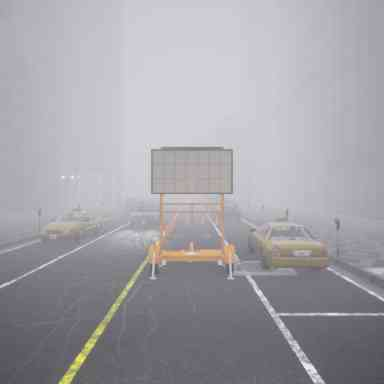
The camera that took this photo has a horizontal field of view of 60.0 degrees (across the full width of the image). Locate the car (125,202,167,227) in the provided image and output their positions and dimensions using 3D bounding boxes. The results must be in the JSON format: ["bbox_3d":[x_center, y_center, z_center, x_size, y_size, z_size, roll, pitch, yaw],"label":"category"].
[{"bbox_3d":[-2.997,1.591,22.785,1.895,1.301,4.718,0,0,0],"label":"car"}]

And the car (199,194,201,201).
[{"bbox_3d":[2.865,1.479,61.395,1.967,1.590,4.097,0,0,0],"label":"car"}]

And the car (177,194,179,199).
[{"bbox_3d":[-5.659,1.456,95.241,2.192,1.841,5.009,0,0,0],"label":"car"}]

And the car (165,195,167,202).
[{"bbox_3d":[-5.661,1.573,55.769,1.887,1.381,4.507,0,0,0],"label":"car"}]

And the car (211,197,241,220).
[{"bbox_3d":[2.862,1.431,27.559,1.967,1.590,4.097,0,0,0],"label":"car"}]

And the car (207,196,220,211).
[{"bbox_3d":[2.862,1.434,33.197,1.967,1.590,4.097,0,0,0],"label":"car"}]

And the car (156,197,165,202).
[{"bbox_3d":[-5.662,1.458,50.131,1.967,1.590,4.097,0,0,0],"label":"car"}]

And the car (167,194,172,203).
[{"bbox_3d":[-5.660,1.631,67.047,1.802,1.307,4.206,0,0,0],"label":"car"}]

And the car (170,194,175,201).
[{"bbox_3d":[-5.660,1.601,78.155,1.752,1.417,4.829,0,0,0],"label":"car"}]

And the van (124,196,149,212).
[{"bbox_3d":[-5.662,1.335,33.213,1.690,1.788,3.998,0,0,0],"label":"van"}]

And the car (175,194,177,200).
[{"bbox_3d":[-5.660,1.411,83.963,2.192,1.841,5.009,0,0,0],"label":"car"}]

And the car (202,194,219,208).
[{"bbox_3d":[2.863,1.323,44.477,2.192,1.841,5.009,0,0,0],"label":"car"}]

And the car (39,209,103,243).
[{"bbox_3d":[-5.665,1.519,16.089,1.752,1.417,4.829,0,0,1],"label":"car"}]

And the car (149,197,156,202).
[{"bbox_3d":[-5.663,1.565,38.852,1.947,1.339,4.313,0,0,0],"label":"car"}]

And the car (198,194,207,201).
[{"bbox_3d":[2.866,1.433,89.593,2.192,1.841,5.009,0,0,0],"label":"car"}]

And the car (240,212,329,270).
[{"bbox_3d":[2.867,1.521,10.842,1.752,1.417,4.829,0,0,1],"label":"car"}]

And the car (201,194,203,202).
[{"bbox_3d":[2.863,1.333,50.116,2.192,1.841,5.009,0,0,0],"label":"car"}]

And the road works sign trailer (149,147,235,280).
[{"bbox_3d":[0.001,0.461,9.952,2.380,3.560,2.880,0,0,0],"label":"road works sign trailer"}]
